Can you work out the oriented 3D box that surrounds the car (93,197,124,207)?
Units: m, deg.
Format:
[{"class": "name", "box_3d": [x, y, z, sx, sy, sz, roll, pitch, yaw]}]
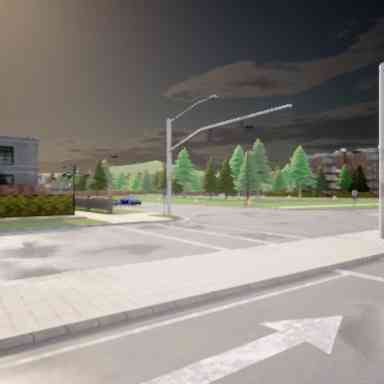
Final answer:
[{"class": "car", "box_3d": [-12.755, 1.459, 50.571, 2.128, 1.511, 4.902, 0, 0, -36]}]

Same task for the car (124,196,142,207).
[{"class": "car", "box_3d": [-9.617, 1.440, 52.211, 1.882, 1.535, 5.008, 0, 0, -36]}]

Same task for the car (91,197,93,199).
[{"class": "car", "box_3d": [-18.553, 1.563, 64.600, 1.895, 1.301, 4.718, 0, 0, -36]}]
